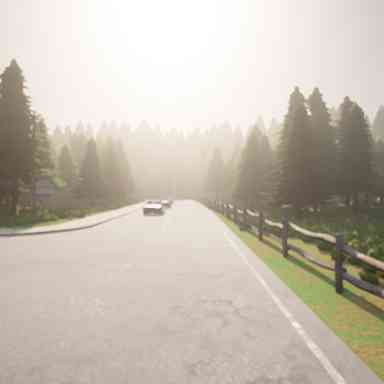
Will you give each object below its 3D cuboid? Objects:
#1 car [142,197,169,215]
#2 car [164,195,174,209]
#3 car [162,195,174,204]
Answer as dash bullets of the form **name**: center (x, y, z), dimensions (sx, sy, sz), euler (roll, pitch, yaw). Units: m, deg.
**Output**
- **car**: center (-3.656, 1.468, 32.706), dimensions (2.033, 1.411, 5.357), euler (0, 0, 0)
- **car**: center (-3.801, 1.464, 44.154), dimensions (1.994, 1.385, 4.181), euler (0, 0, -2)
- **car**: center (-4.274, 1.370, 59.921), dimensions (1.837, 1.490, 4.892), euler (0, 0, -1)
